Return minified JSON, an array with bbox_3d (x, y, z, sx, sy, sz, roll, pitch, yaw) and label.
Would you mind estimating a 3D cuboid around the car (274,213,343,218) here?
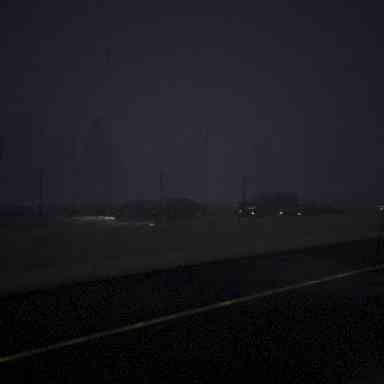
[{"bbox_3d":[7.904,1.425,21.897,4.718,1.301,1.895,0,1,-33],"label":"car"}]
